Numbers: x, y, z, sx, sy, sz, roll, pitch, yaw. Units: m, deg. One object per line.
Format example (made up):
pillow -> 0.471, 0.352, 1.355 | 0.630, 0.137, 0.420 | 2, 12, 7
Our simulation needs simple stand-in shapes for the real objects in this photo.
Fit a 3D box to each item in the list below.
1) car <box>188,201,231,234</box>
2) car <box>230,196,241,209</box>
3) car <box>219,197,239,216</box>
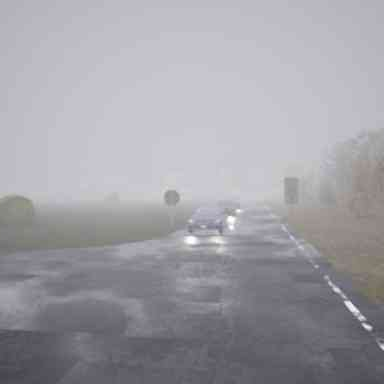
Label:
car -> 0.989, 1.464, 19.033 | 1.812, 1.442, 4.674 | -1, 0, 10
car -> 5.226, 1.303, 42.658 | 1.882, 1.535, 5.008 | -1, 0, 10
car -> 3.026, 1.446, 30.458 | 1.994, 1.385, 4.181 | -1, 0, 10
